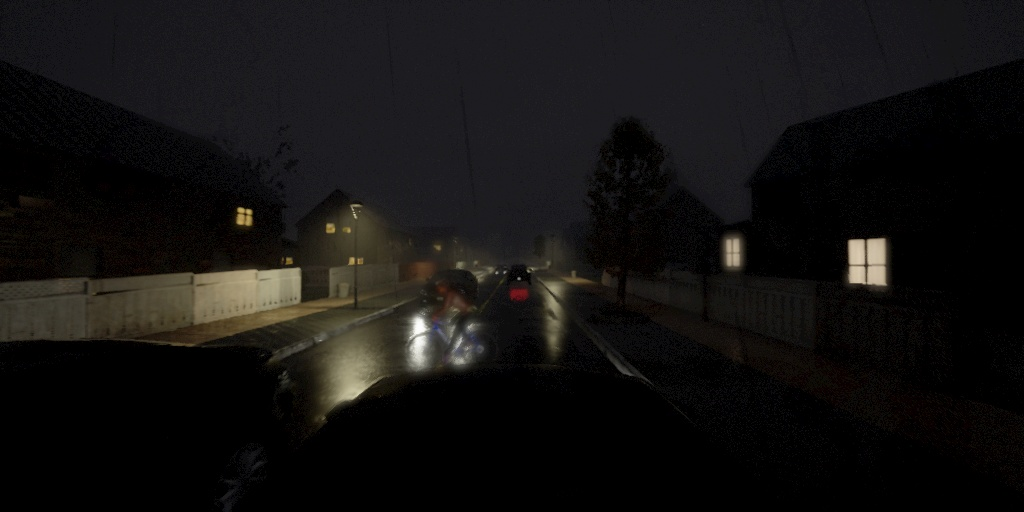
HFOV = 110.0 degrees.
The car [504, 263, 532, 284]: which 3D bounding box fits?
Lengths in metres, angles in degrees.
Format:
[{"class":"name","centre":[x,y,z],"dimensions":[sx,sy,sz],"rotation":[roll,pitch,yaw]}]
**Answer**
[{"class":"car","centre":[0.570,1.447,29.145],"dimensions":[1.837,1.490,4.892],"rotation":[0,0,1]}]

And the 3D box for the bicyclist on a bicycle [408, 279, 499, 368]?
[{"class":"bicyclist on a bicycle","centre":[-1.065,1.229,6.424],"dimensions":[1.656,1.620,0.582],"rotation":[-2,-1,1]}]

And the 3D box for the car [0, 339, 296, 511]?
[{"class":"car","centre":[-2.881,1.244,1.240],"dimensions":[1.837,1.490,4.892],"rotation":[0,0,1]}]

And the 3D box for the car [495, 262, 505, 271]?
[{"class":"car","centre":[-1.743,1.680,59.198],"dimensions":[2.033,1.411,5.357],"rotation":[0,0,1]}]

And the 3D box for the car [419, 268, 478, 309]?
[{"class":"car","centre":[-2.616,1.320,15.766],"dimensions":[1.882,1.535,5.008],"rotation":[0,0,1]}]
